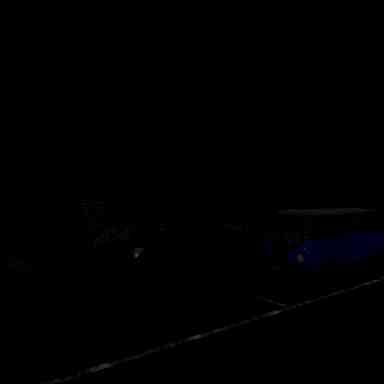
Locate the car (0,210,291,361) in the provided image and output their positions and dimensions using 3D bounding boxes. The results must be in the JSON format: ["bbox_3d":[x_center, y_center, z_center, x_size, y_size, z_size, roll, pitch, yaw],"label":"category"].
[{"bbox_3d":[-0.745,1.315,6.114,5.009,1.841,2.192,0,0,-35],"label":"car"}]

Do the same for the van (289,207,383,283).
[{"bbox_3d":[3.822,1.342,9.370,3.998,1.788,1.690,0,0,-35],"label":"van"}]
